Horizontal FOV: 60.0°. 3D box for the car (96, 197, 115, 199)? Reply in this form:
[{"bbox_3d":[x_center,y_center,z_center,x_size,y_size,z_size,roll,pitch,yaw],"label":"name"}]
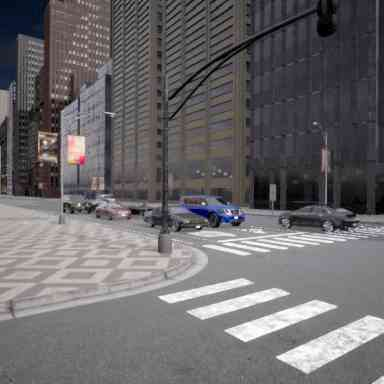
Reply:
[{"bbox_3d":[-10.591,1.653,39.541,1.812,1.442,4.674,1,-1,-35],"label":"car"}]

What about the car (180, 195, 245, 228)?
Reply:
[{"bbox_3d":[1.145,1.269,23.103,2.150,2.045,5.566,1,-1,-36],"label":"car"}]

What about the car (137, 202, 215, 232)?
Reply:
[{"bbox_3d":[-1.182,1.569,20.780,2.033,1.411,5.357,1,-1,-35],"label":"car"}]

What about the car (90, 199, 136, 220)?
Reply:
[{"bbox_3d":[-6.879,1.585,28.747,1.812,1.442,4.674,1,-1,-36],"label":"car"}]

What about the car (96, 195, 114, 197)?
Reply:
[{"bbox_3d":[-13.088,1.411,48.945,2.150,2.045,5.566,1,-1,-36],"label":"car"}]

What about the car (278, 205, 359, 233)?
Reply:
[{"bbox_3d":[7.493,1.555,20.165,1.837,1.490,4.892,1,-1,-36],"label":"car"}]

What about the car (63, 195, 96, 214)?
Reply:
[{"bbox_3d":[-13.103,1.323,37.471,2.150,2.045,5.566,1,-1,-36],"label":"car"}]
